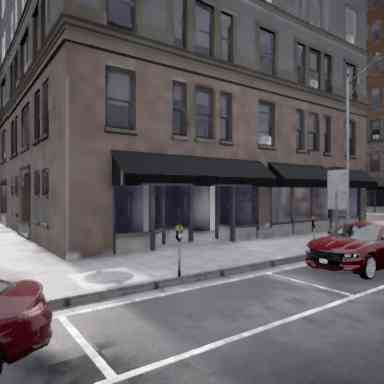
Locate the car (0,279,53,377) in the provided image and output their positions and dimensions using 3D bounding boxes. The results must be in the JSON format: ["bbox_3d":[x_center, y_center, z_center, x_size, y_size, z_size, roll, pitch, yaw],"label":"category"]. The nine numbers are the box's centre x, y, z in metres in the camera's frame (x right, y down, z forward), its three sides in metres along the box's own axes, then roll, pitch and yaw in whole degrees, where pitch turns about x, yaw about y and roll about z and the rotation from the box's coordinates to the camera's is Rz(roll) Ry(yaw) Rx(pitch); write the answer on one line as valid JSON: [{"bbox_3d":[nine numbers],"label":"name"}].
[{"bbox_3d":[-3.751,1.579,3.513,4.206,1.307,1.802,0,0,-35],"label":"car"}]

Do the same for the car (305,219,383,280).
[{"bbox_3d":[5.223,1.541,9.914,4.507,1.381,1.887,0,0,-35],"label":"car"}]
